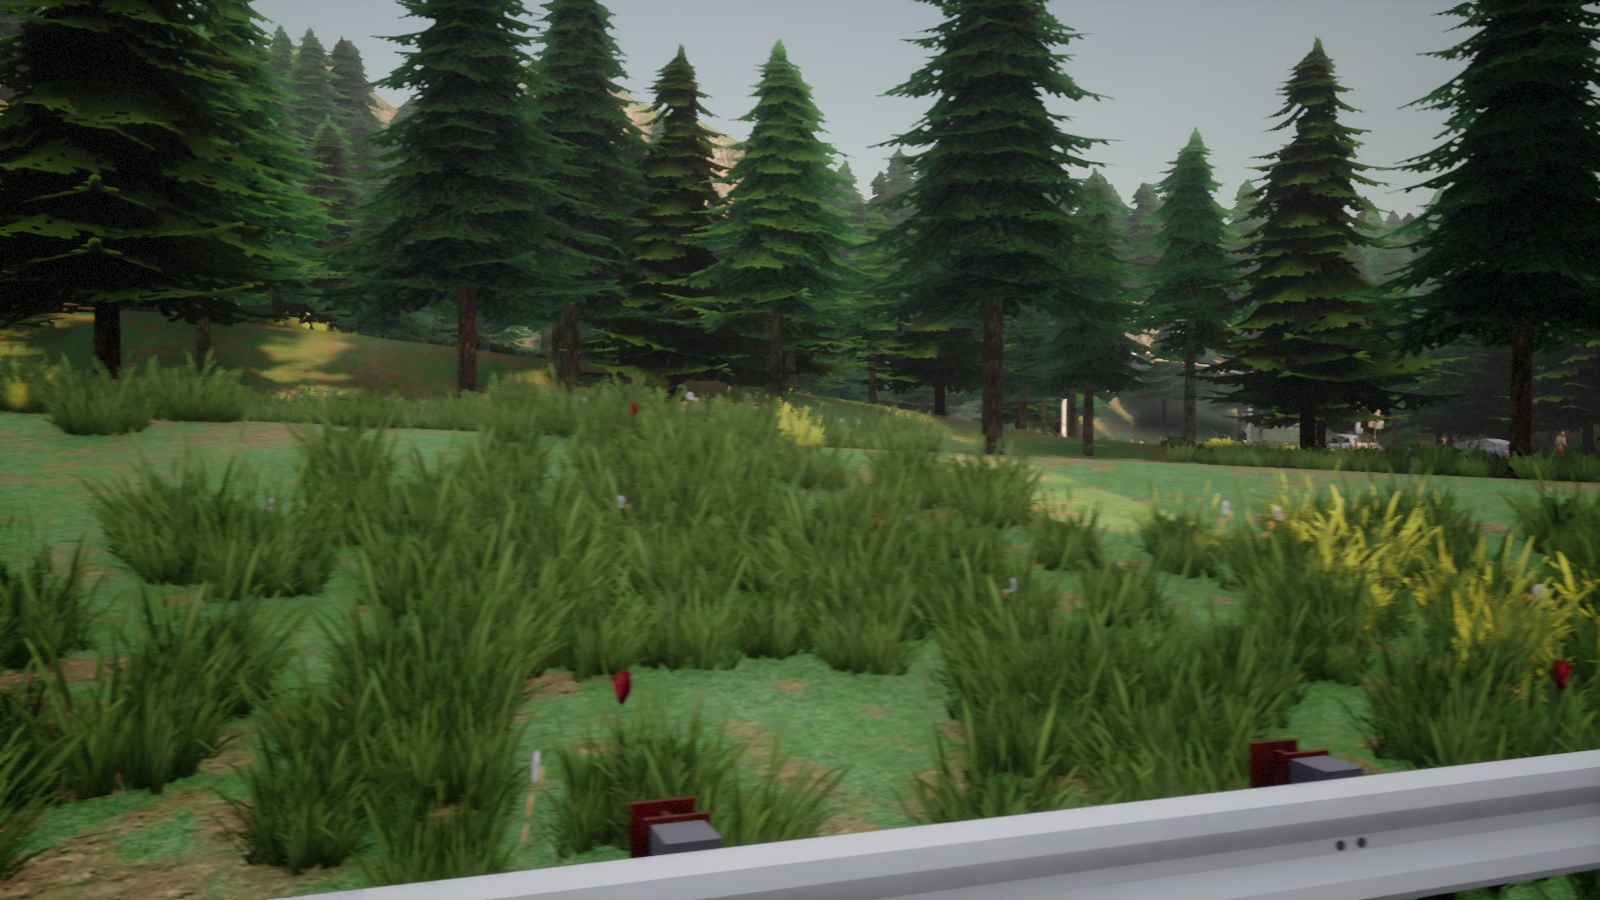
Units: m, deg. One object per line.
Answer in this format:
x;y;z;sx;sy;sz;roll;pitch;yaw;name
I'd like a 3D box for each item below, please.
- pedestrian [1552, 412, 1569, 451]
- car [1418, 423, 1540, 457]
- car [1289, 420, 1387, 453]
35.997;-0.877;59.439;0.353;1.847;0.614;-1;1;-22;pedestrian
31.711;-0.487;58.821;2.163;1.488;4.792;-1;1;-20;car
28.715;-0.746;67.204;2.242;1.667;4.611;-1;1;-20;car
